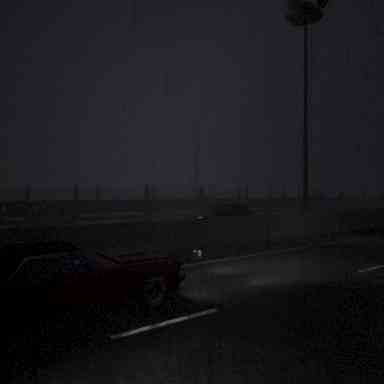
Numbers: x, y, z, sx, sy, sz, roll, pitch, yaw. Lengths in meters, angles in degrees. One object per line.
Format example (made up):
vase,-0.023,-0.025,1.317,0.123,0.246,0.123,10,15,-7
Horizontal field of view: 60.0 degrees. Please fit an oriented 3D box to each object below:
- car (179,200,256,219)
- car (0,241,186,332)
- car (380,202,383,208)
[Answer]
car,1.399,1.360,17.887,4.553,1.767,2.097,0,0,-35
car,-2.479,1.602,6.279,4.718,1.301,1.895,0,0,-35
car,27.483,1.636,45.009,4.718,1.301,1.895,0,0,-35
